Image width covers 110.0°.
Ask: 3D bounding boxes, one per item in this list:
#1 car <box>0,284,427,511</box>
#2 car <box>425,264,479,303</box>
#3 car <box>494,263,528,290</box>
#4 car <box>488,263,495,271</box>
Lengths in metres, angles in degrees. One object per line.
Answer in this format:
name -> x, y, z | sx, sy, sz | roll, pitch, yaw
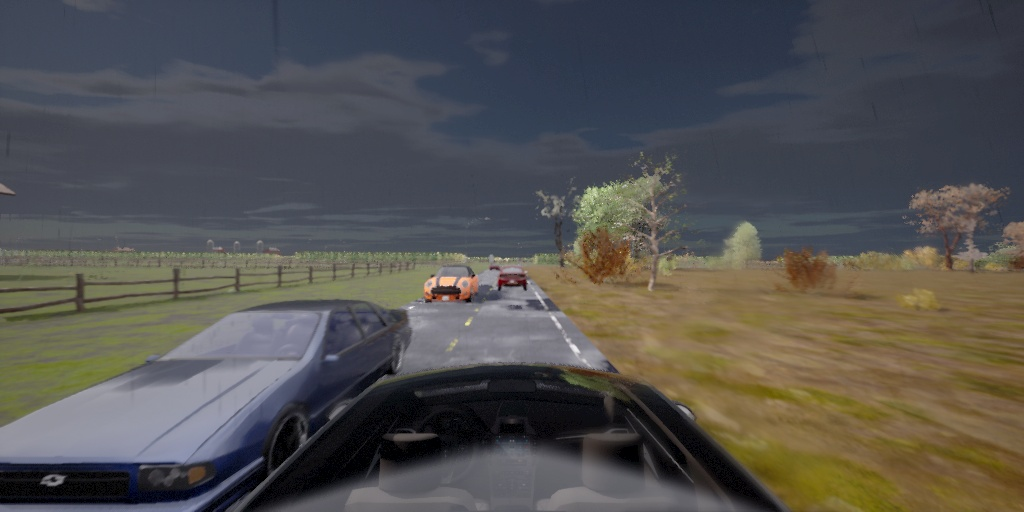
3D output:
car -> -2.837, 1.322, 4.803 | 2.033, 1.411, 5.357 | 0, 0, 0
car -> -2.814, 1.226, 17.542 | 2.097, 1.767, 4.553 | 0, 0, 0
car -> 0.032, 1.403, 24.178 | 1.882, 1.535, 5.008 | 0, 0, 0
car -> -2.746, 1.798, 58.058 | 1.895, 1.301, 4.718 | 0, 0, 1
